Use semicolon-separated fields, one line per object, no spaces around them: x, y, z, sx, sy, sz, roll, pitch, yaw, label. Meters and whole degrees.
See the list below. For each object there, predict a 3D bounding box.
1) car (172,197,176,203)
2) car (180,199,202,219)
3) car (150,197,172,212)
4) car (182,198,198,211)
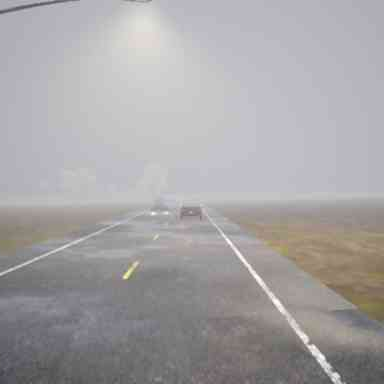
-4.691;1.819;80.186;2.033;1.411;5.357;0;0;-2;car
-0.088;1.560;30.186;1.882;1.535;5.008;0;0;-1;car
-3.924;1.472;41.381;2.097;1.767;4.553;0;0;-1;car
-0.295;1.624;44.944;2.128;1.511;4.902;0;0;-1;car
